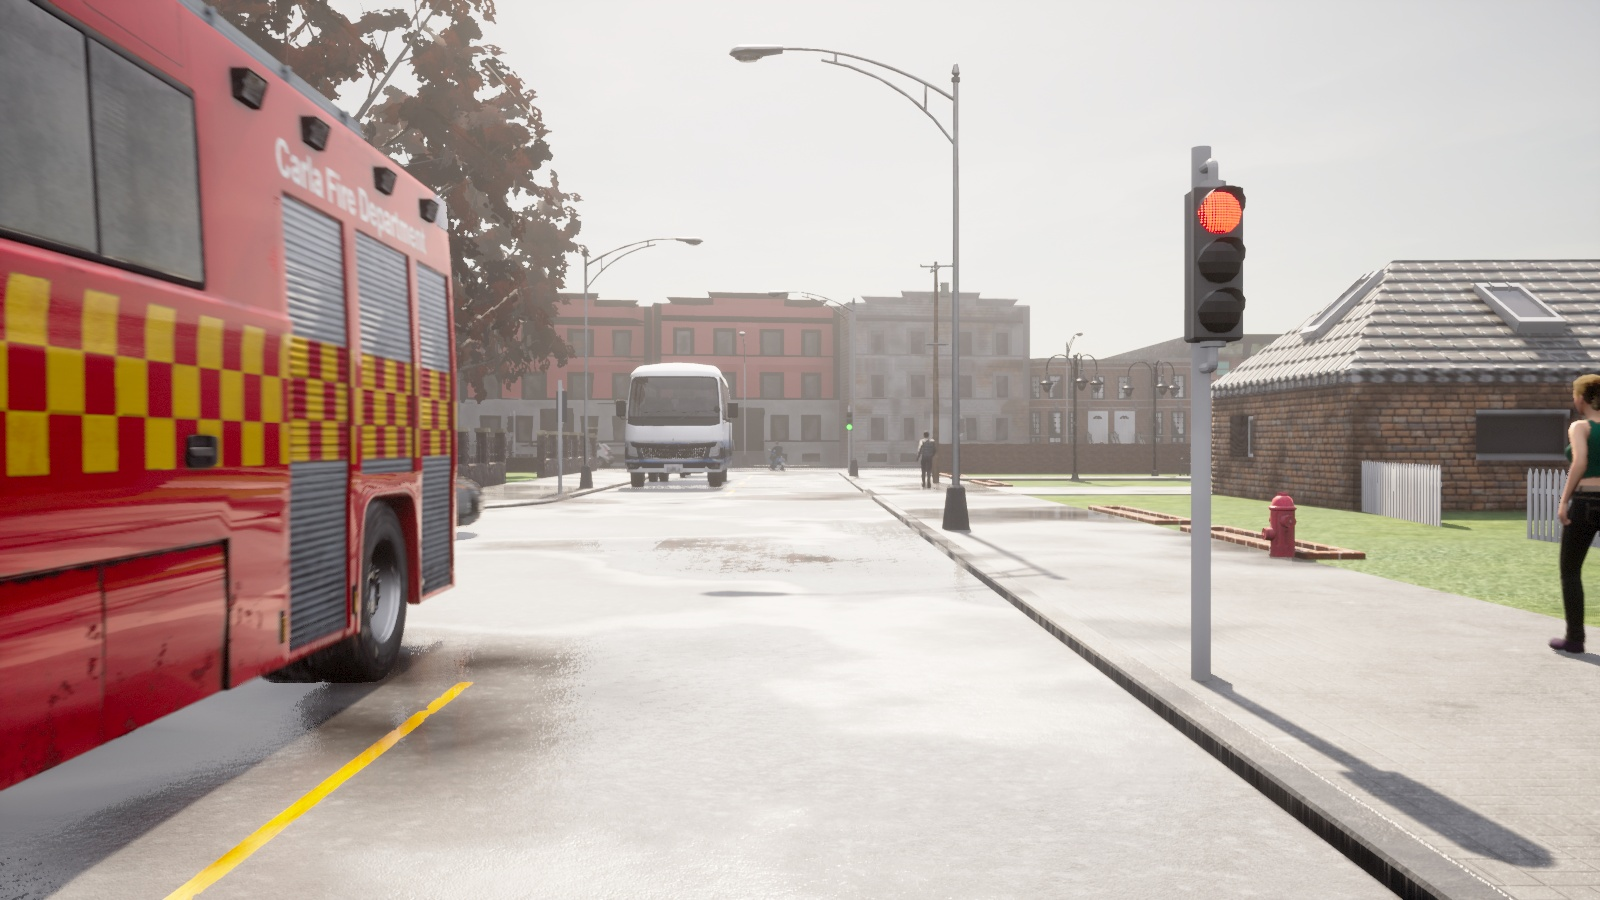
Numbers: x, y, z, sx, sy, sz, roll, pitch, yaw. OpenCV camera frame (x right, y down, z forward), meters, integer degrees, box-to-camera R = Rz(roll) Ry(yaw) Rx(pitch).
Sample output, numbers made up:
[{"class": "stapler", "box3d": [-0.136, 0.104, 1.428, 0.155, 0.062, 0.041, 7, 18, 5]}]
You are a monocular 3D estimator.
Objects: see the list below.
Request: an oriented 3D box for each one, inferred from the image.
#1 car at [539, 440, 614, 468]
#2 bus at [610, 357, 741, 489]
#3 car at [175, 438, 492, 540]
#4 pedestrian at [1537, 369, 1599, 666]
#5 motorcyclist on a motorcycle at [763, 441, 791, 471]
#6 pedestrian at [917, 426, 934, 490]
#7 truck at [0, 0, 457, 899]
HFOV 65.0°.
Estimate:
[{"class": "car", "box3d": [-12.928, 0.223, 72.829, 3.988, 1.617, 1.851, 0, 0, 2]}, {"class": "bus", "box3d": [-4.227, -0.889, 45.382, 3.944, 4.253, 10.273, 0, 0, -1]}, {"class": "car", "box3d": [-7.312, 0.574, 20.167, 4.514, 1.525, 2.007, 0, 0, -12]}, {"class": "pedestrian", "box3d": [5.081, 0.415, 8.059, 0.345, 1.836, 0.594, 0, 0, -1]}, {"class": "motorcyclist on a motorcycle", "box3d": [-1.247, 0.319, 67.245, 0.866, 1.590, 1.817, -1, 1, -23]}, {"class": "pedestrian", "box3d": [3.889, 0.240, 38.888, 0.423, 1.949, 0.788, 0, 0, -1]}, {"class": "truck", "box3d": [-3.918, -0.450, 5.131, 2.891, 3.827, 8.468, 0, 0, -1]}]
